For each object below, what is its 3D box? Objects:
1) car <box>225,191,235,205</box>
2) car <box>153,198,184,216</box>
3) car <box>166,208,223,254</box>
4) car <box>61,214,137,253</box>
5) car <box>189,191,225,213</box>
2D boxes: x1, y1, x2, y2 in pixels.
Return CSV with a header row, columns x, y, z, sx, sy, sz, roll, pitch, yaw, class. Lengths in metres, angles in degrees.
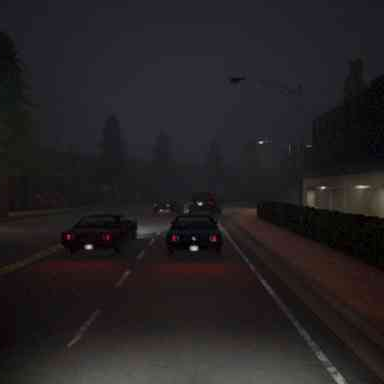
x,y,z,sx,sy,sz,roll,pitch,yaw,class
4.317,0.930,50.538,2.150,2.045,5.566,0,0,41,car
-2.032,1.319,29.870,2.128,1.511,4.902,0,0,13,car
0.081,1.525,13.019,1.895,1.301,4.718,0,0,0,car
-3.417,1.524,13.278,1.895,1.301,4.718,0,0,0,car
1.233,1.053,28.959,2.150,2.045,5.566,0,0,12,car
